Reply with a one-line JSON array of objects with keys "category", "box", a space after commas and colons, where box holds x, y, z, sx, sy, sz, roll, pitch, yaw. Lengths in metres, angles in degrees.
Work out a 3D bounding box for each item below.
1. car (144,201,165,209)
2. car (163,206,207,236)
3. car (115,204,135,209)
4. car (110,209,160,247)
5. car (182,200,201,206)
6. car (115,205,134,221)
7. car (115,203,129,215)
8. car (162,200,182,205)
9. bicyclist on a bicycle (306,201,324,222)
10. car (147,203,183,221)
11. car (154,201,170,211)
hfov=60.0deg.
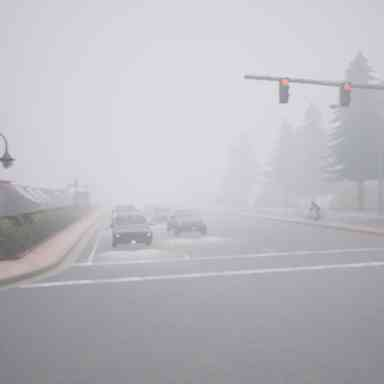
[{"category": "car", "box": [-4.862, 2.195, 40.443, 2.033, 1.411, 5.357, -1, -1, -13]}, {"category": "car", "box": [-0.430, 1.838, 21.068, 1.812, 1.442, 4.674, -1, -1, -13]}, {"category": "car", "box": [-5.262, 1.806, 26.409, 2.097, 1.767, 4.553, -1, -1, -13]}, {"category": "car", "box": [-3.139, 1.840, 17.121, 2.033, 1.411, 5.357, -1, -1, -13]}, {"category": "car", "box": [0.189, 2.248, 50.398, 1.812, 1.442, 4.674, -1, -1, -12]}, {"category": "car", "box": [-7.217, 2.128, 35.043, 1.812, 1.442, 4.674, -1, -1, -13]}, {"category": "car", "box": [-9.519, 2.305, 45.234, 1.812, 1.442, 4.674, -1, -1, -12]}, {"category": "car", "box": [-3.206, 2.281, 49.536, 1.812, 1.442, 4.674, -1, -1, -13]}, {"category": "bicyclist on a bicycle", "box": [9.653, 1.552, 26.145, 1.656, 1.620, 0.582, -1, -1, -13]}, {"category": "car", "box": [-2.581, 2.022, 30.388, 2.033, 1.411, 5.357, -1, -1, -14]}, {"category": "car", "box": [-5.288, 2.401, 58.393, 2.128, 1.511, 4.902, -1, -1, -13]}]
